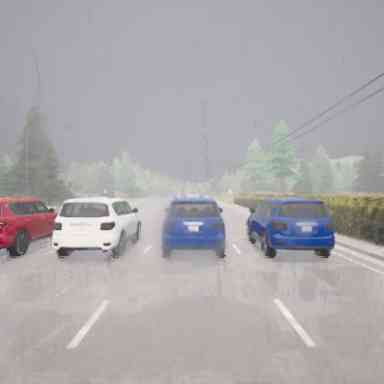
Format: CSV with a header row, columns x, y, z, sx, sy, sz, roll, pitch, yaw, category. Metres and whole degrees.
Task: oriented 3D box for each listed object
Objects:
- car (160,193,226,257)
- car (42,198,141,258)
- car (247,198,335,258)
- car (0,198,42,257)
x,y,z,sx,sy,sz,roll,pitch,yaw,category
0.070,1.222,13.037,2.150,2.045,5.566,0,0,0,car
-3.431,1.222,12.967,2.150,2.045,5.566,0,0,0,car
3.569,1.222,12.969,2.150,2.045,5.566,0,0,0,car
-6.930,1.222,13.047,2.150,2.045,5.566,0,0,0,car
